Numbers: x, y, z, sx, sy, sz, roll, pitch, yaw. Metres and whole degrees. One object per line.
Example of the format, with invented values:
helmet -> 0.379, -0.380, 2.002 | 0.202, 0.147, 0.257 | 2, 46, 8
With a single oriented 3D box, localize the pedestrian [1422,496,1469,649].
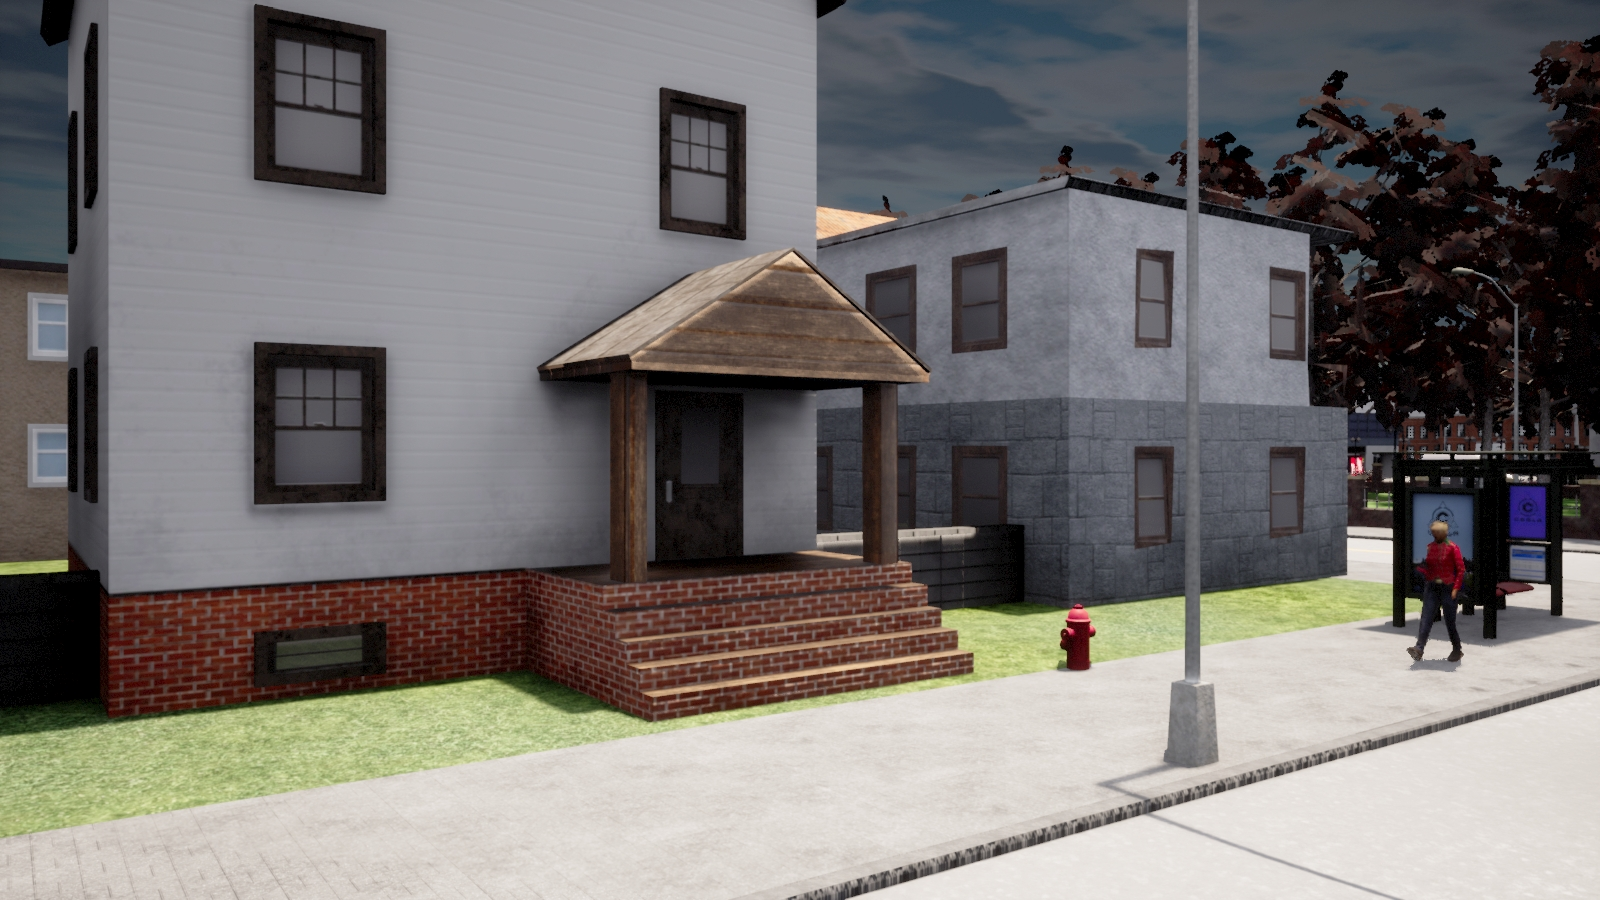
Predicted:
pedestrian -> 8.083, 1.517, 14.307 | 0.375, 1.860, 0.375 | 0, 0, -30
